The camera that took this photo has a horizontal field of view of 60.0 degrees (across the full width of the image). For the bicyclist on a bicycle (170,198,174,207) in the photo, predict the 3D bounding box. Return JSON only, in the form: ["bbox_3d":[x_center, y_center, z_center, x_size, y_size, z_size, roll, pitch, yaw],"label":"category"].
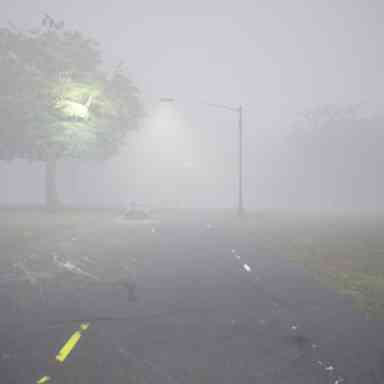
[{"bbox_3d":[-3.514,1.899,59.690,0.582,1.620,1.656,0,-1,-8],"label":"bicyclist on a bicycle"}]

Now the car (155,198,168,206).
[{"bbox_3d":[-6.235,2.136,70.585,1.837,1.490,4.892,0,-1,-10],"label":"car"}]

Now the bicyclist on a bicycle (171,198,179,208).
[{"bbox_3d":[-2.449,1.758,51.908,0.866,1.612,1.509,0,-1,-7],"label":"bicyclist on a bicycle"}]

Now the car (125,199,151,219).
[{"bbox_3d":[-4.737,1.565,29.281,1.812,1.442,4.674,0,0,-4],"label":"car"}]
